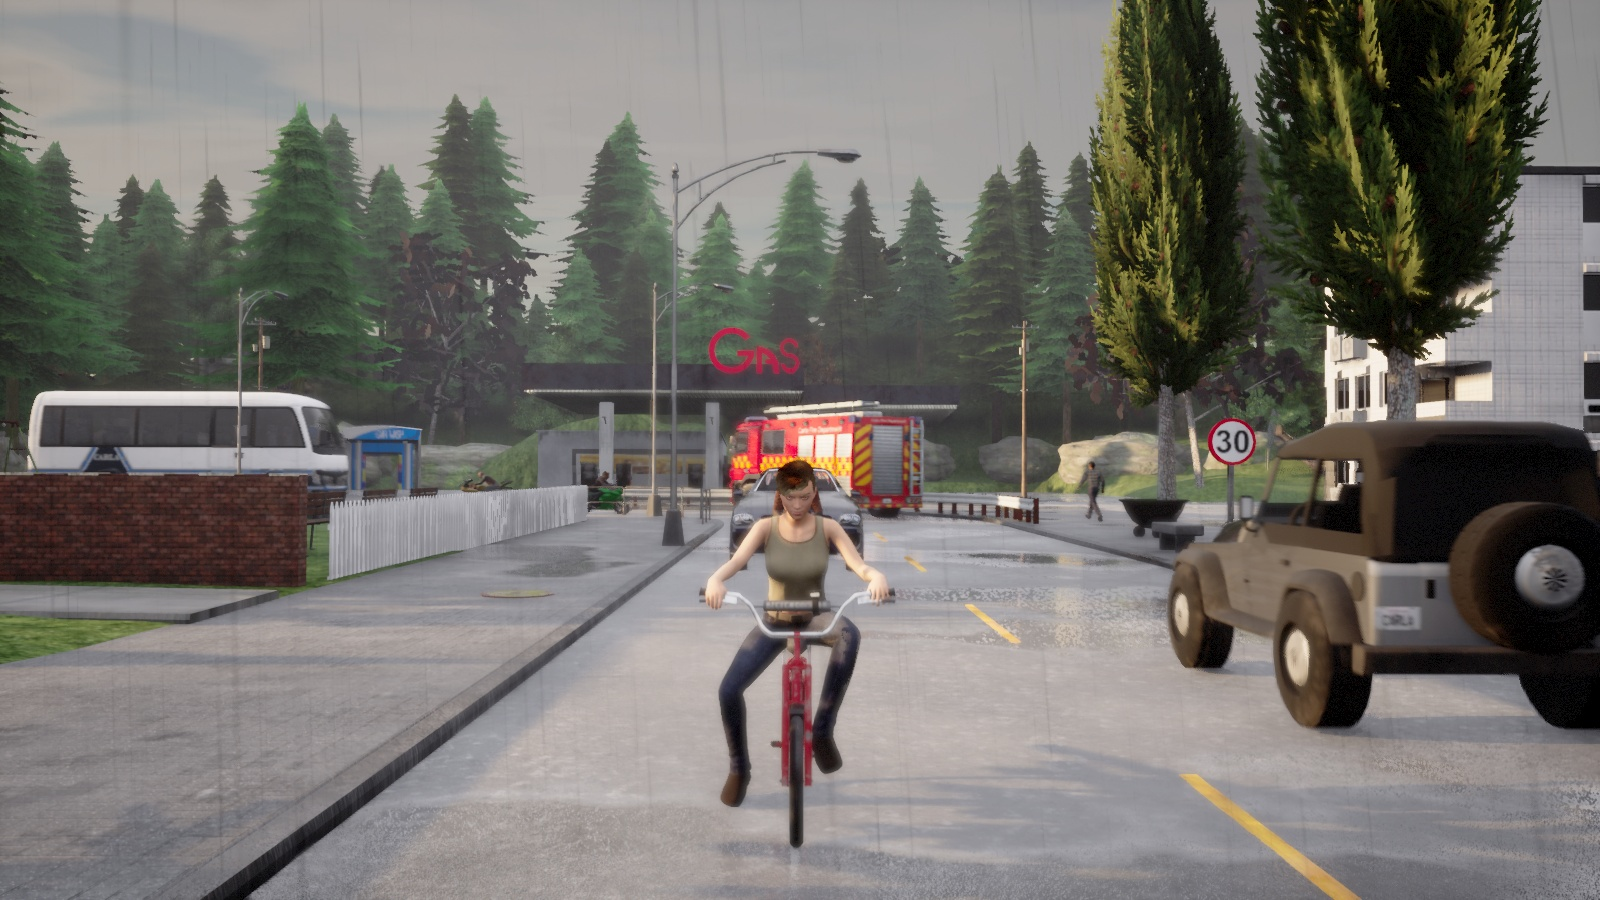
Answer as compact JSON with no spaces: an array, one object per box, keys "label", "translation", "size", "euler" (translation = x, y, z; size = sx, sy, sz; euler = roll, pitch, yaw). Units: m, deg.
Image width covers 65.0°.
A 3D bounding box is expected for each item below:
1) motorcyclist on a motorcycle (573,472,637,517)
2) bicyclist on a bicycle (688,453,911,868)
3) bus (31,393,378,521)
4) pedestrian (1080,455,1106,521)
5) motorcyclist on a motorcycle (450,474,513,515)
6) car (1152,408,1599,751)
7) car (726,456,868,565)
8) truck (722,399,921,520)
[{"label":"motorcyclist on a motorcycle","translation":[-6.765,1.557,43.705],"size":[2.044,1.523,0.797],"euler":[0,0,10]},{"label":"bicyclist on a bicycle","translation":[-0.007,0.845,5.674],"size":[0.866,1.612,1.509],"euler":[0,-2,0]},{"label":"bus","translation":[-20.599,0.257,44.002],"size":[10.273,4.253,3.944],"euler":[0,-1,0]},{"label":"pedestrian","translation":[8.748,1.118,37.527],"size":[0.423,1.949,0.788],"euler":[0,-1,-16]},{"label":"motorcyclist on a motorcycle","translation":[-12.170,1.703,48.056],"size":[2.191,1.530,0.866],"euler":[0,-1,0]},{"label":"car","translation":[3.981,0.742,8.827],"size":[1.905,1.878,3.866],"euler":[0,-1,0]},{"label":"car","translation":[-0.043,0.955,21.602],"size":[2.152,1.651,5.027],"euler":[0,-1,0]},{"label":"truck","translation":[0.524,0.390,44.209],"size":[2.891,3.827,8.468],"euler":[1,-1,-32]}]
